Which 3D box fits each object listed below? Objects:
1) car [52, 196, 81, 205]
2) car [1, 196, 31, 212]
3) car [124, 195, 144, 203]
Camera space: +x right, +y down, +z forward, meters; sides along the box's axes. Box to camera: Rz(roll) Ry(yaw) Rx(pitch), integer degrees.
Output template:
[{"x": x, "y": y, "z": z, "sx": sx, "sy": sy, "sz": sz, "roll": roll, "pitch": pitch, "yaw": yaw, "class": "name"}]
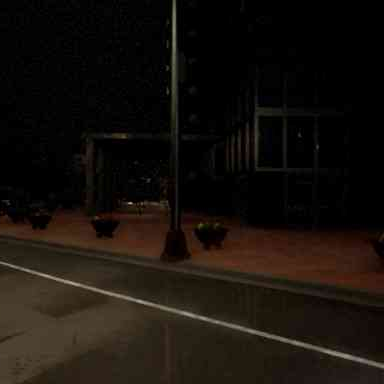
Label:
[{"x": -21.457, "y": 1.424, "z": 56.979, "sx": 1.882, "sy": 1.535, "sz": 5.008, "roll": 0, "pitch": 0, "yaw": 40, "class": "car"}, {"x": -20.216, "y": 1.311, "z": 38.651, "sx": 2.097, "sy": 1.767, "sz": 4.553, "roll": 0, "pitch": 0, "yaw": -4, "class": "car"}, {"x": -12.177, "y": 1.444, "z": 69.804, "sx": 1.837, "sy": 1.490, "sz": 4.892, "roll": 0, "pitch": 0, "yaw": 34, "class": "car"}]
